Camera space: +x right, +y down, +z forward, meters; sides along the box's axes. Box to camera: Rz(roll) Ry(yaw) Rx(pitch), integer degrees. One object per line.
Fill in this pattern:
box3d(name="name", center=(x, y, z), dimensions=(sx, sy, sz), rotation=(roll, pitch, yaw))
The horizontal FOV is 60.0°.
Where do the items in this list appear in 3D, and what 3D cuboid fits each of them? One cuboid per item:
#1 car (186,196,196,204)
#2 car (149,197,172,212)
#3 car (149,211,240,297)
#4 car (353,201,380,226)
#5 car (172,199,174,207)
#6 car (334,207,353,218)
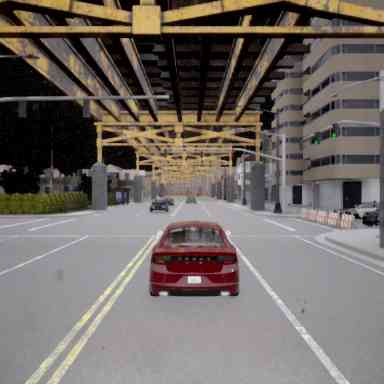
box3d(name="car", center=(-0.153, 1.546, 63.319), dimensions=(2.033, 1.411, 5.357), rotation=(0, 0, 0))
box3d(name="car", center=(-3.684, 1.563, 38.282), dimensions=(1.994, 1.385, 4.181), rotation=(0, 0, 0))
box3d(name="car", center=(0.053, 1.477, 8.643), dimensions=(1.882, 1.535, 5.008), rotation=(0, 0, 0))
box3d(name="car", center=(13.211, 1.452, 21.343), dimensions=(4.974, 1.542, 2.038), rotation=(0, 0, -20))
box3d(name="car", center=(-3.710, 1.546, 51.352), dimensions=(2.033, 1.411, 5.357), rotation=(0, 0, 0))
box3d(name="car", center=(13.574, 1.295, 25.481), dimensions=(4.536, 1.218, 1.853), rotation=(0, 0, 25))
